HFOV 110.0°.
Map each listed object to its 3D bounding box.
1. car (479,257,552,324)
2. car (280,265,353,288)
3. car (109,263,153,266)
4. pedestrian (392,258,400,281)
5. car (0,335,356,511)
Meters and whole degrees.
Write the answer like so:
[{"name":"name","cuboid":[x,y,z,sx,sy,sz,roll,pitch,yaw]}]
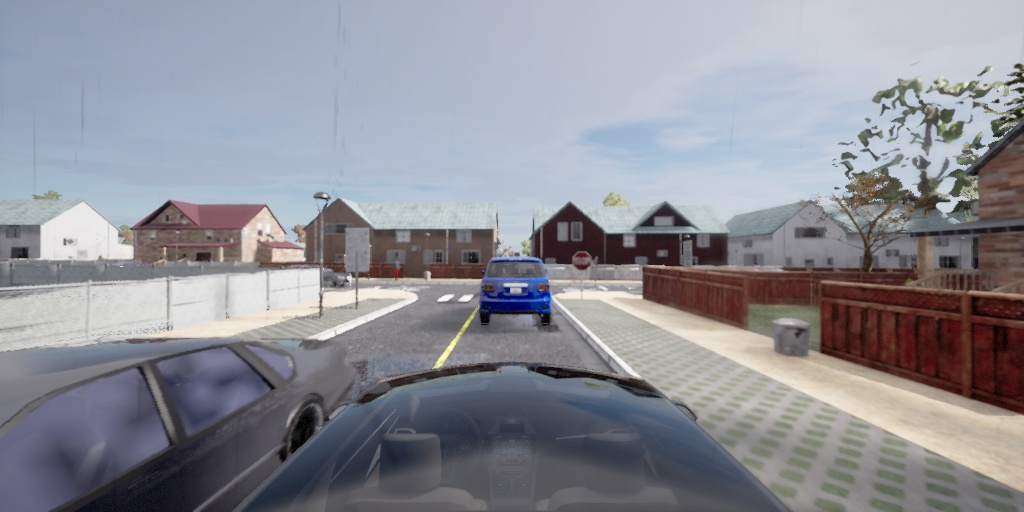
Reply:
[{"name":"car","cuboid":[0.091,1.073,12.545,2.150,2.045,5.566,0,-1,0]},{"name":"car","cuboid":[-12.876,1.331,23.228,4.902,1.511,2.128,1,0,1]},{"name":"car","cuboid":[-24.460,1.212,23.477,4.902,1.511,2.128,1,0,1]},{"name":"pedestrian","cuboid":[-9.380,1.062,29.018,0.375,1.860,0.375,0,-1,1]},{"name":"car","cuboid":[-2.822,1.300,2.046,2.033,1.411,5.357,0,-1,0]}]
